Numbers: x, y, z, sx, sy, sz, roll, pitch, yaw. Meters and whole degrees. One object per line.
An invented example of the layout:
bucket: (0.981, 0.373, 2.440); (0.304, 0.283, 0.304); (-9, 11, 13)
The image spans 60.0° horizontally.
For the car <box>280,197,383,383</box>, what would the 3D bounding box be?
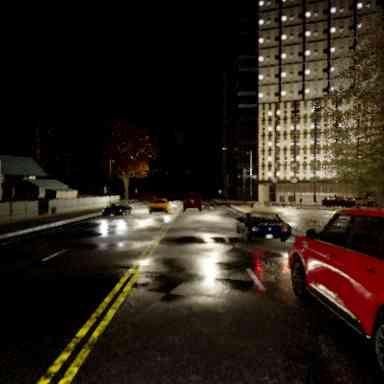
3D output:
car: (3.251, 1.215, 5.200); (2.150, 2.045, 5.566); (0, 0, 0)

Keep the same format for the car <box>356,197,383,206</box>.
car: (31.070, 1.702, 57.974); (4.403, 1.369, 2.008); (0, 2, 20)

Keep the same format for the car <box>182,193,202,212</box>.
car: (0.013, 1.183, 39.393); (2.150, 2.045, 5.566); (0, -1, -1)

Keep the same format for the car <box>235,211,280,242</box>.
car: (3.256, 1.586, 16.205); (1.895, 1.301, 4.718); (0, 0, 0)

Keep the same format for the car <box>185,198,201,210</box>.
car: (0.110, 1.555, 44.324); (1.994, 1.385, 4.181); (0, 0, 0)

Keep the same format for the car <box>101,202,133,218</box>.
car: (-6.571, 1.583, 29.537); (1.895, 1.301, 4.718); (0, 0, 0)

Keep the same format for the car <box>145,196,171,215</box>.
car: (-3.292, 1.458, 34.529); (1.882, 1.535, 5.008); (0, 0, 1)

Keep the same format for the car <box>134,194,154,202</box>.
car: (-9.911, 1.237, 70.246); (4.553, 1.767, 2.097); (0, 2, 20)
